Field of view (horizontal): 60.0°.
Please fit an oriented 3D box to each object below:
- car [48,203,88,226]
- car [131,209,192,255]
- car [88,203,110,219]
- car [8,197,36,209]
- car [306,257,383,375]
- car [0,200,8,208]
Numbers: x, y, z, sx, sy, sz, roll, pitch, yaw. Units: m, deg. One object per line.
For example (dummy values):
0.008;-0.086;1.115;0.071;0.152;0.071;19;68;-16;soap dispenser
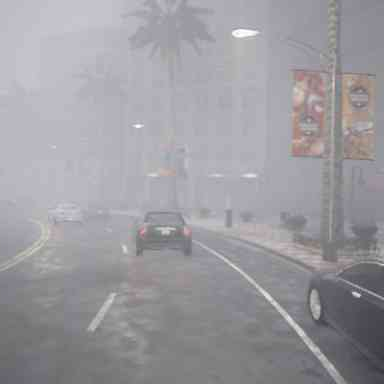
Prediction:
-9.078;1.541;23.764;1.812;1.442;4.674;2;-1;-30;car
-1.407;1.479;14.028;2.097;1.767;4.553;2;-1;-13;car
-8.928;1.656;29.753;1.994;1.385;4.181;2;-1;-36;car
-21.551;1.365;41.627;4.892;1.490;1.837;1;-1;34;car
3.141;1.653;4.572;1.837;1.490;4.892;2;-1;0;car
-24.520;1.237;39.392;4.902;1.511;2.128;1;-1;32;car
